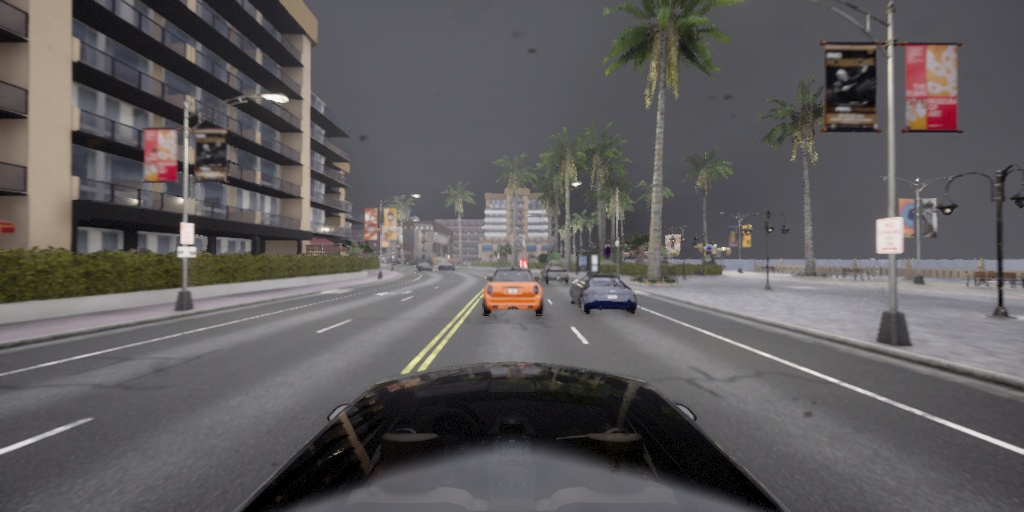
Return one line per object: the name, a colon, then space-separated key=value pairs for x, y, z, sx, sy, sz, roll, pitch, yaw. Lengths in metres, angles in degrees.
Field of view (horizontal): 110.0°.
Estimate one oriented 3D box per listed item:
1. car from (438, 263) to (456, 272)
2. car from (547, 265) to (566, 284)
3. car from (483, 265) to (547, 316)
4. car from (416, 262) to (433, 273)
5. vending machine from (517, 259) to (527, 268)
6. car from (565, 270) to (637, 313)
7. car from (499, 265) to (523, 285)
car: x=-10.199 y=1.760 z=56.095 sx=2.033 sy=1.411 sz=5.357 roll=0 pitch=0 yaw=-23
car: x=3.360 y=1.475 z=29.180 sx=2.128 sy=1.511 sz=4.902 roll=0 pitch=0 yaw=-3
car: x=0.050 y=1.207 z=14.107 sx=2.097 sy=1.767 sz=4.553 roll=0 pitch=-1 yaw=0
car: x=-13.132 y=1.696 z=53.800 sx=1.837 sy=1.490 sz=4.892 roll=0 pitch=0 yaw=-24
vending machine: x=2.059 y=1.474 z=64.057 sx=1.100 sy=2.100 sz=0.880 roll=0 pitch=0 yaw=-26
car: x=3.554 y=1.424 z=14.610 sx=1.994 sy=1.385 sz=4.181 roll=0 pitch=0 yaw=1
car: x=-0.167 y=1.514 z=29.853 sx=1.812 sy=1.442 sz=4.674 roll=0 pitch=0 yaw=-3
